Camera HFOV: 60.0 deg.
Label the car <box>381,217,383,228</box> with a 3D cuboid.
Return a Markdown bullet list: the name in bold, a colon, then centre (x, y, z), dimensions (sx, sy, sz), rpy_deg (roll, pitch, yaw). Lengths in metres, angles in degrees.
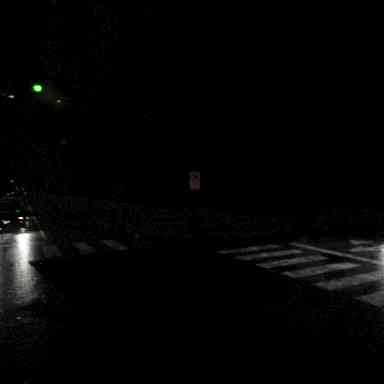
- **car**: centre (10.284, 1.199, 14.271), dimensions (4.718, 1.301, 1.895), rpy_deg (-1, 2, -30)

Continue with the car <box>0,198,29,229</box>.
- **car**: centre (-10.759, 1.312, 19.472), dimensions (1.837, 1.490, 4.892), rpy_deg (-1, 1, -27)

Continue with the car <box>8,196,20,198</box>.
- **car**: centre (-15.477, 1.197, 28.596), dimensions (1.882, 1.535, 5.008), rpy_deg (-1, 1, -27)

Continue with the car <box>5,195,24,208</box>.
- **car**: centre (-22.126, 1.173, 41.497), dimensions (1.994, 1.385, 4.181), rpy_deg (-1, 1, -27)
